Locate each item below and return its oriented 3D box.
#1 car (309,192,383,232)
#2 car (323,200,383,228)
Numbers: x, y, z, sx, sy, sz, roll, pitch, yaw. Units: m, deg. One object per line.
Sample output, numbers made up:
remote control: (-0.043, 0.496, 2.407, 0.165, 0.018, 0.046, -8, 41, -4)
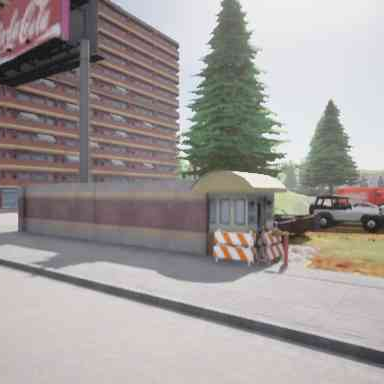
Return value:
car: (8.477, 1.106, 18.196, 3.866, 1.878, 1.905, 0, 0, 35)
car: (10.415, 1.296, 20.255, 4.193, 1.474, 1.816, 0, 0, 35)
